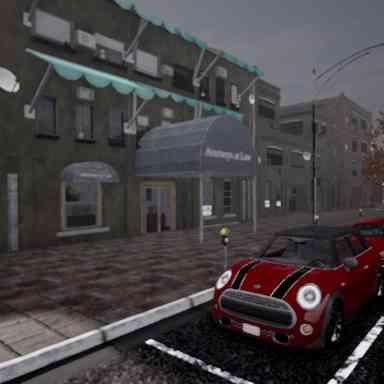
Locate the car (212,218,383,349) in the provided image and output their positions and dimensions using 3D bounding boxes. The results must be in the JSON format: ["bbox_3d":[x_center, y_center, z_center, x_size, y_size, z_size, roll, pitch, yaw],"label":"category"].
[{"bbox_3d":[2.152,1.437,6.254,1.967,1.590,4.097,-1,0,41],"label":"car"}]
